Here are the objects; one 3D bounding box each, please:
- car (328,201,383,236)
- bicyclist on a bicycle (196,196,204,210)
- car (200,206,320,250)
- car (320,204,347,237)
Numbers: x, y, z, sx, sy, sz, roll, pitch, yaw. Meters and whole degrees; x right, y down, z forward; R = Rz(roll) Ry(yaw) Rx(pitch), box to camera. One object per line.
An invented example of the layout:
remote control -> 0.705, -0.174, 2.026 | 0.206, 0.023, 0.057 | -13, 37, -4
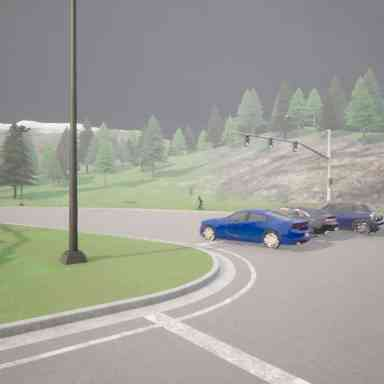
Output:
car -> 8.203, 1.351, 18.804 | 4.553, 1.767, 2.097 | 0, 0, 41
bicyclist on a bicycle -> 0.900, 1.302, 38.405 | 0.582, 1.620, 1.656 | 0, 0, 34
car -> 2.582, 1.477, 14.442 | 5.008, 1.535, 1.882 | 0, 0, 41
car -> 4.893, 1.493, 17.060 | 4.902, 1.511, 2.128 | 0, 0, 41
